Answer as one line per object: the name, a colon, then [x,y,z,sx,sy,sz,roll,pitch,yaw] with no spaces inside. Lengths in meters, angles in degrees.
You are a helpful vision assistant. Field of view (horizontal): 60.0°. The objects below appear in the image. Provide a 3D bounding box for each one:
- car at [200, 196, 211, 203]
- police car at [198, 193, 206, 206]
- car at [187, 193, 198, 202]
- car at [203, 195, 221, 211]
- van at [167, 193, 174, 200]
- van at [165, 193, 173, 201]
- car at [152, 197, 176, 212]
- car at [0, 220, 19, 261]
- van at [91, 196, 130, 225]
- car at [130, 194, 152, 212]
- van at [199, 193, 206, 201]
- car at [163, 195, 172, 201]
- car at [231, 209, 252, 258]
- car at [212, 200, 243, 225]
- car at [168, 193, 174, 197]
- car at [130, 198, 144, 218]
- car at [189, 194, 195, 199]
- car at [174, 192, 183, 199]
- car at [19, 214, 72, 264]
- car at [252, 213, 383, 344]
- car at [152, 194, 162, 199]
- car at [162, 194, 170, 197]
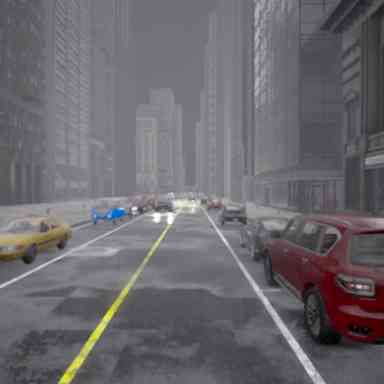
car: [2.741,1.468,68.378,1.887,1.381,4.507,0,0,0]
police car: [2.352,1.361,53.951,1.930,1.638,5.238,0,0,0]
car: [-0.019,1.389,71.691,2.033,1.411,5.357,0,0,0]
car: [2.748,1.389,40.174,1.967,1.590,4.097,0,0,0]
van: [-5.791,1.242,90.933,1.690,1.788,3.998,0,0,0]
van: [-5.789,1.248,85.293,1.690,1.788,3.998,0,0,0]
car: [-3.106,1.551,37.462,1.895,1.301,4.718,0,0,0]
car: [-5.767,1.304,6.322,2.192,1.841,5.009,0,0,0]
van: [-5.772,1.307,23.245,1.690,1.788,3.998,0,0,0]
car: [-5.776,1.268,34.526,2.192,1.841,5.009,0,0,0]
van: [2.736,1.248,85.300,1.690,1.788,3.998,0,0,0]
car: [-5.787,1.437,79.482,1.752,1.417,4.829,0,0,0]
car: [2.757,1.532,11.973,2.008,1.369,4.403,0,0,0]
car: [2.754,1.517,23.254,2.008,1.369,4.403,0,0,0]
car: [-5.785,1.468,74.012,2.008,1.369,4.403,0,0,0]
car: [-5.773,1.510,28.885,2.008,1.369,4.403,0,0,0]
car: [-0.024,1.215,92.242,1.837,1.490,4.892,0,0,0]
car: [-3.021,1.147,78.522,2.033,1.411,5.357,0,0,0]
car: [-5.768,1.506,11.793,1.752,1.417,4.829,0,0,0]
car: [2.758,1.305,6.332,2.192,1.841,5.009,0,0,0]
car: [-5.779,1.258,45.807,2.192,1.841,5.009,0,0,0]
car: [-5.782,1.493,62.730,1.947,1.339,4.313,0,0,0]
